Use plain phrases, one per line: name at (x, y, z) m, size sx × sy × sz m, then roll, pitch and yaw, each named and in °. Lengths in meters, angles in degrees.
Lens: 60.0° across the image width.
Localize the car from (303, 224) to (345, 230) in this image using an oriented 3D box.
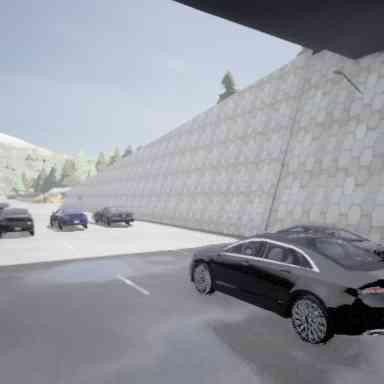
car at (3.624, 1.682, 10.323) m, size 1.994 × 1.385 × 4.181 m, roll 0°, pitch -1°, yaw -32°

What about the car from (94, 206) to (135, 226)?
car at (-6.232, 1.817, 26.000) m, size 2.033 × 1.411 × 5.357 m, roll 0°, pitch -1°, yaw -32°

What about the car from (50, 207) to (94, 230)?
car at (-8.601, 1.760, 23.167) m, size 1.812 × 1.442 × 4.674 m, roll 0°, pitch -1°, yaw -32°

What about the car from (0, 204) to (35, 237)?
car at (-10.497, 1.700, 19.633) m, size 1.837 × 1.490 × 4.892 m, roll 0°, pitch 0°, yaw -32°

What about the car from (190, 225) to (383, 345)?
car at (1.776, 1.568, 6.687) m, size 2.128 × 1.511 × 4.902 m, roll 0°, pitch -1°, yaw -32°
